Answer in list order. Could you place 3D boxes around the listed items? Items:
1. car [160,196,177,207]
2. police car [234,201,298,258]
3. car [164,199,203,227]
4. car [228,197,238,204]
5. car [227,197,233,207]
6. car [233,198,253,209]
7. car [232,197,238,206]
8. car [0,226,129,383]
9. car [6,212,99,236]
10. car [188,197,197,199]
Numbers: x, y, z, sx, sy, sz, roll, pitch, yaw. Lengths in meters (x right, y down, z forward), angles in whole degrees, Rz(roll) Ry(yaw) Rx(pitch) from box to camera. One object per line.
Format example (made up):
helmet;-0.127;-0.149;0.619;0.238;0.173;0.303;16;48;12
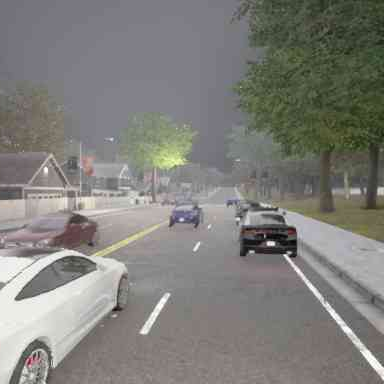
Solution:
car;-3.510;1.328;51.667;2.097;1.767;4.553;0;0;7
police car;2.752;1.387;12.870;1.930;1.638;5.238;0;0;7
car;-0.317;1.450;21.975;1.812;1.442;4.674;0;0;7
car;8.156;1.738;66.355;1.895;1.301;4.718;0;-1;7
car;6.171;1.446;49.456;1.882;1.535;5.008;0;0;7
car;3.924;1.426;22.692;1.837;1.490;4.892;0;0;7
car;4.635;1.412;28.651;1.837;1.490;4.892;0;0;7
car;-2.363;1.521;4.818;1.812;1.442;4.674;0;0;7
car;-4.942;1.494;12.230;1.812;1.442;4.674;0;0;7
car;0.049;1.523;54.047;1.812;1.442;4.674;0;-1;7
